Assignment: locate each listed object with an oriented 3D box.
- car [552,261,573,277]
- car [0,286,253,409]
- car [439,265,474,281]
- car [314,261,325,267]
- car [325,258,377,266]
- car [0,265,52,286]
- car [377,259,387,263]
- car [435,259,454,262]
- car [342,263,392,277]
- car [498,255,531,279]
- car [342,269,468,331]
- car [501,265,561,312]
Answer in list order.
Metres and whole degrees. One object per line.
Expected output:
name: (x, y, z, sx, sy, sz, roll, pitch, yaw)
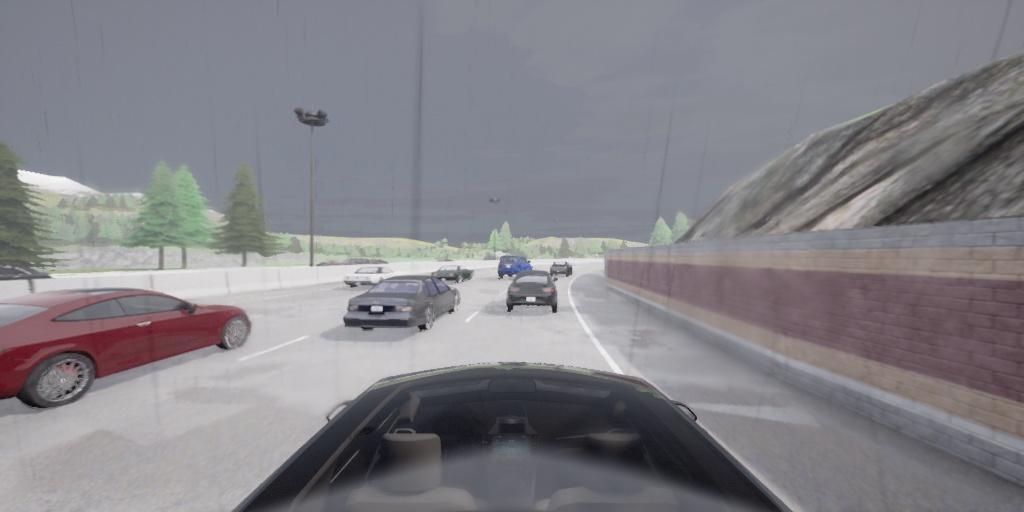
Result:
car: (4.976, 1.256, 35.882, 2.128, 1.511, 4.902, 0, 0, 15)
car: (-6.736, 1.254, 6.023, 1.812, 1.442, 4.674, 0, 0, 2)
car: (-4.331, 1.336, 26.998, 1.895, 1.301, 4.718, 0, 0, 11)
car: (-24.411, 1.236, 48.176, 1.994, 1.385, 4.181, 0, 0, 17)
car: (-16.563, 1.048, 37.174, 2.097, 1.767, 4.553, 0, 0, 15)
car: (-23.786, 1.179, 15.678, 1.837, 1.490, 4.892, 0, 0, 6)
car: (-19.772, 1.191, 51.205, 1.837, 1.490, 4.892, 0, 0, 19)
car: (-11.881, 1.189, 62.204, 1.882, 1.535, 5.008, 0, 0, 23)
car: (-8.588, 1.323, 22.975, 1.895, 1.301, 4.718, 0, 0, 9)
car: (0.319, 0.971, 31.949, 2.150, 2.045, 5.566, 0, 0, 13)
car: (-2.987, 1.288, 10.926, 2.033, 1.411, 5.357, 0, 0, 4)
car: (0.852, 1.278, 14.249, 1.812, 1.442, 4.674, 0, 0, 5)
